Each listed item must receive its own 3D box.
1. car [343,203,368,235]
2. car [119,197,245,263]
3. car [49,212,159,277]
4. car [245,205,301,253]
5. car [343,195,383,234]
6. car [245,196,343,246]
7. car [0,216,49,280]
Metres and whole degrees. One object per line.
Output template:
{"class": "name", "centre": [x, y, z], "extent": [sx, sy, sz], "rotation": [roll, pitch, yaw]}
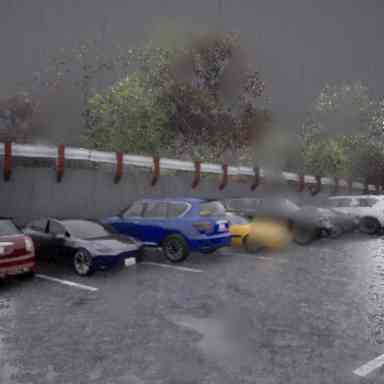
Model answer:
{"class": "car", "centre": [6.178, 1.482, 17.408], "extent": [4.892, 1.521, 2.231], "rotation": [-1, -1, 35]}
{"class": "car", "centre": [-1.231, 1.234, 12.175], "extent": [5.566, 2.045, 2.435], "rotation": [-1, 0, 34]}
{"class": "car", "centre": [-3.639, 1.515, 10.383], "extent": [4.792, 1.488, 2.163], "rotation": [-1, -1, 35]}
{"class": "car", "centre": [1.411, 1.478, 13.810], "extent": [5.366, 1.575, 1.946], "rotation": [-1, -1, 34]}
{"class": "car", "centre": [8.610, 1.229, 19.200], "extent": [5.566, 2.045, 2.435], "rotation": [-1, -1, 34]}
{"class": "car", "centre": [3.739, 1.230, 15.648], "extent": [5.566, 2.045, 2.435], "rotation": [-1, -1, 35]}
{"class": "car", "centre": [-6.103, 1.361, 8.629], "extent": [4.553, 1.767, 2.185], "rotation": [-1, -1, 34]}
